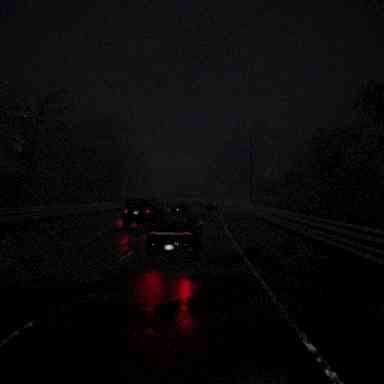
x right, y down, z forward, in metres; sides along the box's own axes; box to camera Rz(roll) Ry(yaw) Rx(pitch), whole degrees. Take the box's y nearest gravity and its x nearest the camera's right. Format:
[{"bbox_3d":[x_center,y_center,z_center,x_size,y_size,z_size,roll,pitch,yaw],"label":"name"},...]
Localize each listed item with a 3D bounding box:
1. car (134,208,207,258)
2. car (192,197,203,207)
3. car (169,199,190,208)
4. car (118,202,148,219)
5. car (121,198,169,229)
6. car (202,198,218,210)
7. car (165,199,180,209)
[{"bbox_3d":[-0.584,1.611,13.322,2.128,1.511,4.902,0,-1,4],"label":"car"},{"bbox_3d":[1.148,2.094,65.081,1.882,1.535,5.008,0,-1,8],"label":"car"},{"bbox_3d":[-1.489,1.907,43.136,1.837,1.490,4.892,0,-1,6],"label":"car"},{"bbox_3d":[-5.914,1.837,34.023,1.812,1.442,4.674,0,-1,5],"label":"car"},{"bbox_3d":[-3.326,1.436,23.724,2.150,2.045,5.566,0,-1,5],"label":"car"},{"bbox_3d":[3.060,2.054,52.214,1.994,1.385,4.181,0,-1,7],"label":"car"},{"bbox_3d":[-3.329,2.049,57.678,1.837,1.490,4.892,0,-1,7],"label":"car"}]
